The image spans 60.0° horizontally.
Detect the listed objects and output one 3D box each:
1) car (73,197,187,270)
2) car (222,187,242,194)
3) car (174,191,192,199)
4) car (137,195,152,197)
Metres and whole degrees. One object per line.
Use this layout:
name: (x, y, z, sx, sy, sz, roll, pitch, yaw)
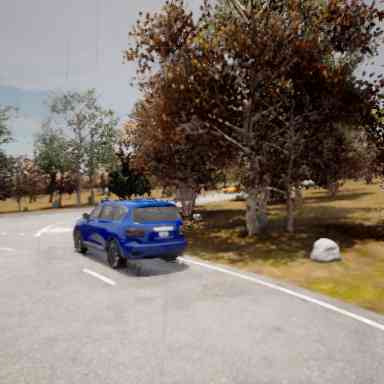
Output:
car: (-2.406, 1.311, 11.764, 2.150, 2.045, 5.566, 0, 0, -36)
car: (7.790, -0.430, 64.728, 1.882, 1.535, 5.008, 0, 4, 41)
car: (-1.070, 0.656, 53.656, 1.812, 1.442, 4.674, 0, 4, 36)
car: (-6.793, 1.248, 45.071, 2.128, 1.511, 4.902, 0, 3, 32)
